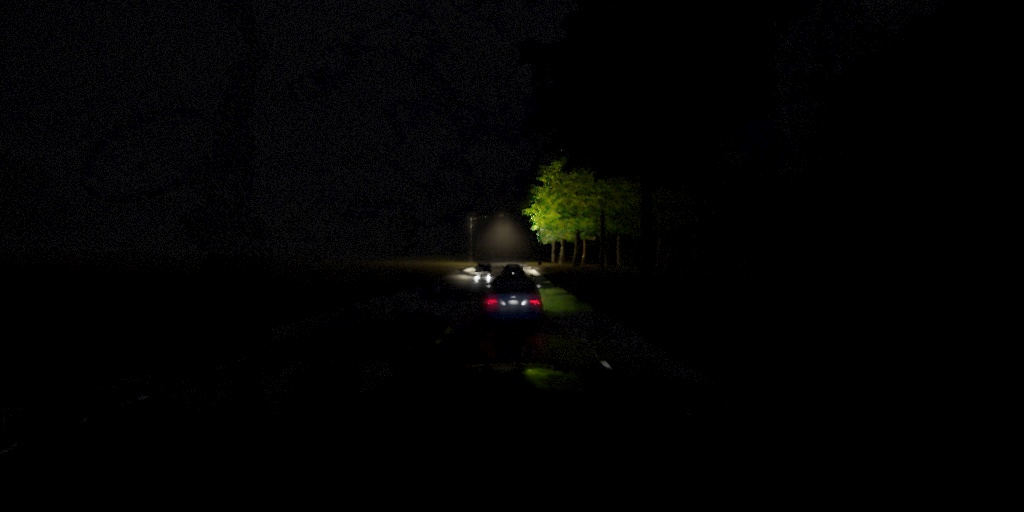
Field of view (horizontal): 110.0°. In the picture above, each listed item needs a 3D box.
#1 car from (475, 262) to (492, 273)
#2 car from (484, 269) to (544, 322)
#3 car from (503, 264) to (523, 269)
[{"bbox_3d":[-3.599,1.431,45.811,1.895,1.301,4.718,0,0,0],"label":"car"},{"bbox_3d":[0.067,1.360,12.569,2.033,1.411,5.357,0,0,0],"label":"car"},{"bbox_3d":[0.083,1.424,32.797,1.994,1.385,4.181,0,0,0],"label":"car"}]
